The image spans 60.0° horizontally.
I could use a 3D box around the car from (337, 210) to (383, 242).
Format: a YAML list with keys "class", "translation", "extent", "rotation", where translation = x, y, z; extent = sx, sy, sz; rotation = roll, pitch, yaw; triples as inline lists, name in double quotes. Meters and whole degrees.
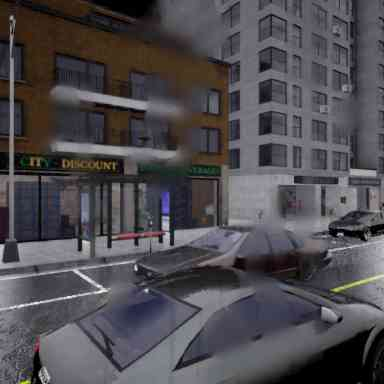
- class: "car"
  translation: [8.602, 1.566, 16.530]
  extent: [4.313, 1.339, 1.947]
  rotation: [0, 0, -36]

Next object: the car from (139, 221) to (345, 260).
- class: "car"
  translation: [1.248, 1.547, 8.129]
  extent: [5.357, 1.411, 2.033]
  rotation: [0, 0, -36]

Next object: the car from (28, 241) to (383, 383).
- class: "car"
  translation: [0.513, 1.562, 3.678]
  extent: [4.181, 1.385, 1.994]
  rotation: [0, 0, -35]
